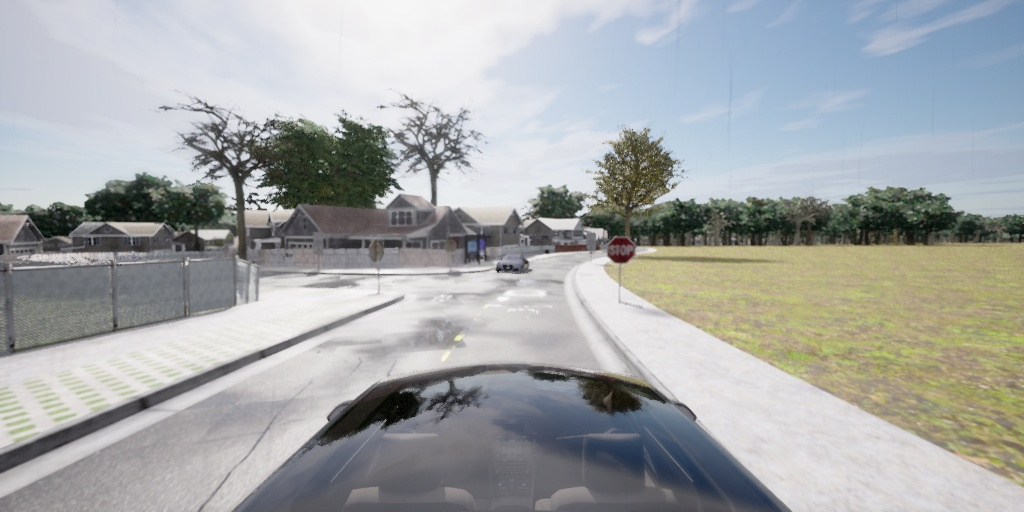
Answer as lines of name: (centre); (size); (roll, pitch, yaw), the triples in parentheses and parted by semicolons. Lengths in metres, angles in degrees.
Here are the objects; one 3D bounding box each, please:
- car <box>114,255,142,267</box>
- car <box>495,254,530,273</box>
car: (-43.409, 0.583, 40.613); (1.994, 1.385, 4.181); (-4, 4, -44)
car: (0.107, 0.546, 27.075); (1.994, 1.385, 4.181); (1, 3, 12)
